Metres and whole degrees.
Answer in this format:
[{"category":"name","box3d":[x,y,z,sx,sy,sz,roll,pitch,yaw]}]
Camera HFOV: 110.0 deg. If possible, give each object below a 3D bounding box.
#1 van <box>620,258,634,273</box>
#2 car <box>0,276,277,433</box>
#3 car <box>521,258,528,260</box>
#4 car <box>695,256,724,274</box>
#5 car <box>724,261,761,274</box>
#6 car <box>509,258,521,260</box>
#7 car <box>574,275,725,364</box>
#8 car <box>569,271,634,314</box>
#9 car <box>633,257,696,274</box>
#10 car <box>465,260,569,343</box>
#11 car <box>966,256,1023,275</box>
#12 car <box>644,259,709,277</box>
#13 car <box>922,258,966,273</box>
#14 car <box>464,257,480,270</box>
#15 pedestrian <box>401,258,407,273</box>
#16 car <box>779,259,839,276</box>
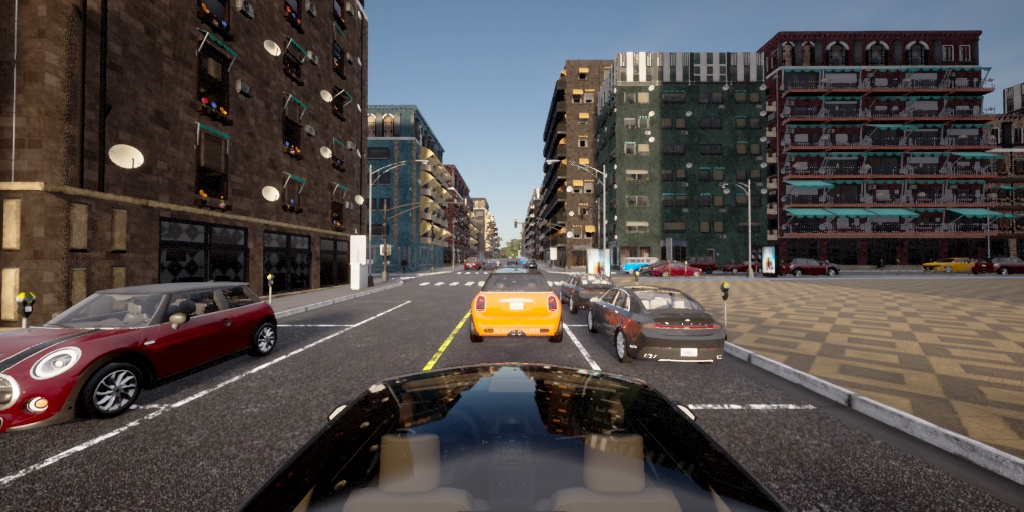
[{"category":"van","box3d":[13.773,1.046,38.482,3.998,1.789,1.690,0,0,0]},{"category":"car","box3d":[-5.819,1.191,5.671,1.967,1.591,4.097,0,0,0]},{"category":"car","box3d":[2.694,1.334,51.669,1.948,1.339,4.313,0,0,0]},{"category":"car","box3d":[19.300,0.977,38.442,5.009,1.841,2.192,0,0,0]},{"category":"car","box3d":[24.828,1.165,38.402,4.507,1.381,1.888,0,0,0]},{"category":"car","box3d":[0.097,1.276,57.818,1.837,1.490,4.892,0,0,0]},{"category":"car","box3d":[2.821,1.302,7.906,2.007,1.370,4.403,0,0,0]},{"category":"car","box3d":[2.821,1.304,13.476,2.007,1.370,4.403,0,0,0]},{"category":"car","box3d":[15.203,1.147,35.893,4.902,1.511,2.128,0,-1,0]},{"category":"car","box3d":[0.098,1.104,9.886,2.097,1.767,4.553,0,0,0]},{"category":"car","box3d":[41.346,0.811,29.902,4.097,1.591,1.967,0,0,0]},{"category":"car","box3d":[13.710,1.162,30.102,4.207,1.307,1.802,0,0,0]},{"category":"car","box3d":[43.883,0.916,35.637,5.008,1.535,1.882,0,-1,1]},{"category":"car","box3d":[-5.686,1.083,51.710,2.192,1.841,5.009,0,0,0]},{"category":"pedestrian","box3d":[-12.526,1.097,41.635,0.375,1.860,0.375,0,0,0]},{"category":"car","box3d":[24.765,0.935,30.022,4.097,1.591,1.967,0,0,0]}]
